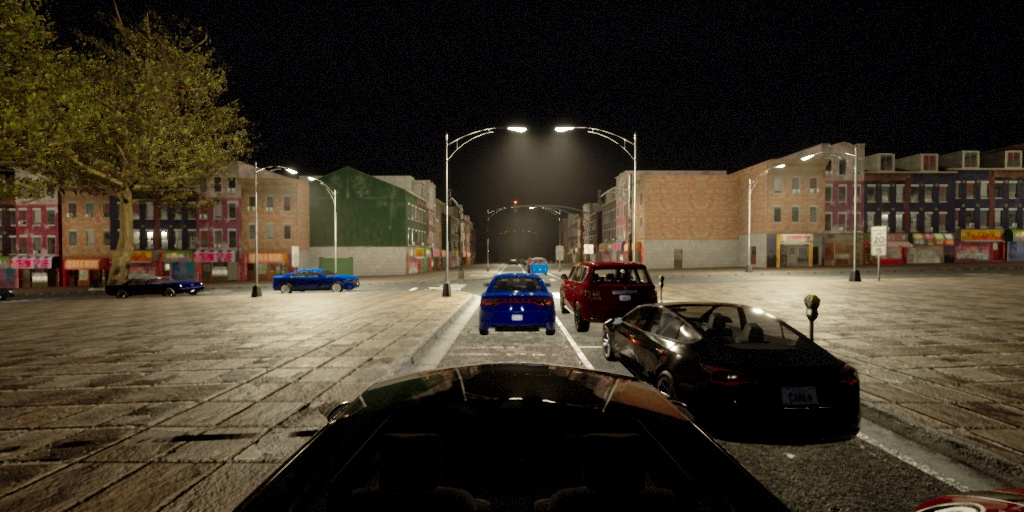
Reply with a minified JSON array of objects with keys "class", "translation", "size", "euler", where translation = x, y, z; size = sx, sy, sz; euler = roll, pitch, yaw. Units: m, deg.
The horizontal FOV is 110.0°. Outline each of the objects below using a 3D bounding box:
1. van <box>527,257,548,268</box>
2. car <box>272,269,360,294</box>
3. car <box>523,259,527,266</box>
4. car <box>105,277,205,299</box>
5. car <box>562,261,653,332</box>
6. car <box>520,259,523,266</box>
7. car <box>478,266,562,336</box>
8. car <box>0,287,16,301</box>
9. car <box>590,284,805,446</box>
[{"class":"van","translation":[2.772,1.096,37.119],"size":[1.690,1.789,3.998],"euler":[0,0,0]},{"class":"car","translation":[-12.234,1.537,22.547],"size":[5.008,1.535,1.882],"euler":[-2,1,-1]},{"class":"car","translation":[2.793,1.075,42.525],"size":[2.192,1.841,5.009],"euler":[0,0,0]},{"class":"car","translation":[-22.321,1.957,22.582],"size":[4.718,1.301,1.895],"euler":[-2,1,0]},{"class":"car","translation":[2.669,1.062,10.758],"size":[2.192,1.841,5.009],"euler":[0,0,0]},{"class":"car","translation":[2.877,1.343,64.150],"size":[2.007,1.370,4.403],"euler":[0,0,0]},{"class":"car","translation":[0.147,1.225,10.482],"size":[1.882,1.535,5.008],"euler":[0,0,1]},{"class":"car","translation":[-35.078,2.309,22.636],"size":[5.357,1.411,2.033],"euler":[-2,1,0]},{"class":"car","translation":[2.648,1.314,5.356],"size":[1.948,1.339,4.313],"euler":[0,0,0]}]
